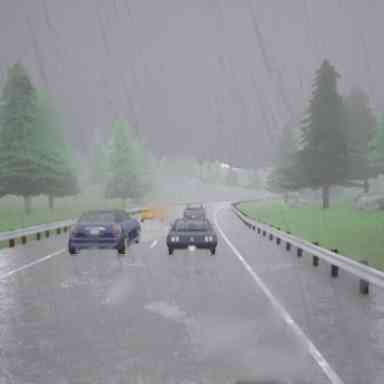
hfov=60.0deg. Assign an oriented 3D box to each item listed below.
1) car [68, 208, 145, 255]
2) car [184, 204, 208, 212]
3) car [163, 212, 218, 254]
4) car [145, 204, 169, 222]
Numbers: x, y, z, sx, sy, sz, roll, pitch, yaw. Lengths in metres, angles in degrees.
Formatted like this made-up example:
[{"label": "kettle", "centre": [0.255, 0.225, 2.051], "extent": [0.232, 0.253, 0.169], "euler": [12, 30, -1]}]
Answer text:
[{"label": "car", "centre": [-3.495, 1.484, 14.082], "extent": [2.097, 1.767, 4.553], "euler": [0, -1, 0]}, {"label": "car", "centre": [0.296, 1.768, 29.062], "extent": [2.128, 1.511, 4.902], "euler": [0, 0, 3]}, {"label": "car", "centre": [0.004, 1.735, 14.106], "extent": [1.895, 1.301, 4.718], "euler": [0, -1, 0]}, {"label": "car", "centre": [-3.189, 1.756, 29.398], "extent": [1.882, 1.535, 5.008], "euler": [0, 0, 3]}]
